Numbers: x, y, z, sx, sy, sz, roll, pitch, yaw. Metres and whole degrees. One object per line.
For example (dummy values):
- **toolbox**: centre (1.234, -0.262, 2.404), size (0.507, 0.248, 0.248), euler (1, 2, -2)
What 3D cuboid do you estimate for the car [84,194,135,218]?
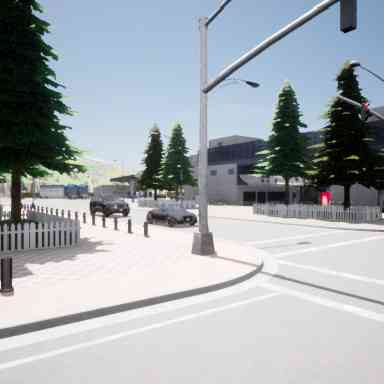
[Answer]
- **car**: centre (-7.885, 1.237, 31.366), size (2.150, 2.045, 5.566), euler (0, 0, -37)

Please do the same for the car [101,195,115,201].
- **car**: centre (-20.958, 1.399, 82.757), size (1.970, 1.475, 3.806), euler (0, 0, -37)

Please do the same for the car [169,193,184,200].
- **car**: centre (-3.922, 1.113, 85.982), size (1.932, 1.855, 4.605), euler (0, 0, -37)

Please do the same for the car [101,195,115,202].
- **car**: centre (-18.931, 1.389, 75.022), size (1.845, 1.501, 3.633), euler (0, 0, -37)

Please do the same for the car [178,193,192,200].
- **car**: centre (-1.834, 1.092, 88.044), size (1.905, 1.878, 3.866), euler (0, 0, -37)

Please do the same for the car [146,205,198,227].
- **car**: centre (-1.450, 1.579, 22.849), size (1.994, 1.385, 4.181), euler (0, 0, -37)
